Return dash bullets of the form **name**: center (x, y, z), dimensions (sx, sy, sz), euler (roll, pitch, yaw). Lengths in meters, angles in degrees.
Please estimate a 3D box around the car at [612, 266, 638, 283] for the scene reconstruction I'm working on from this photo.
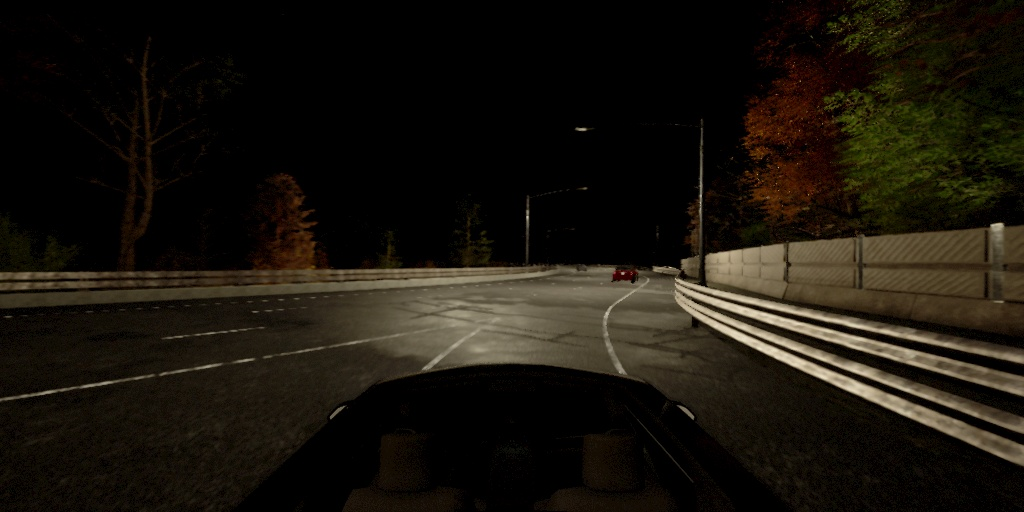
- **car**: center (11.393, 1.755, 35.957), dimensions (2.097, 1.767, 4.553), euler (1, -1, 24)
